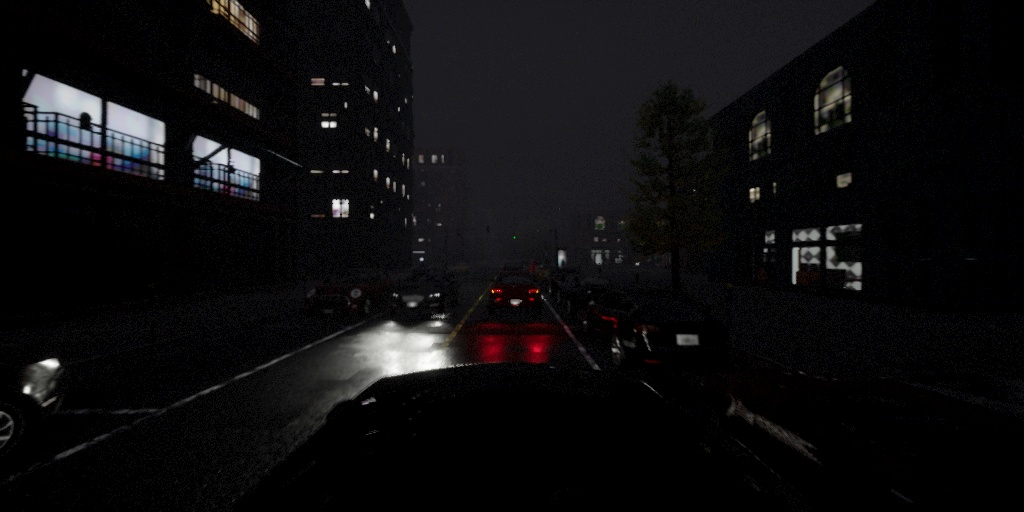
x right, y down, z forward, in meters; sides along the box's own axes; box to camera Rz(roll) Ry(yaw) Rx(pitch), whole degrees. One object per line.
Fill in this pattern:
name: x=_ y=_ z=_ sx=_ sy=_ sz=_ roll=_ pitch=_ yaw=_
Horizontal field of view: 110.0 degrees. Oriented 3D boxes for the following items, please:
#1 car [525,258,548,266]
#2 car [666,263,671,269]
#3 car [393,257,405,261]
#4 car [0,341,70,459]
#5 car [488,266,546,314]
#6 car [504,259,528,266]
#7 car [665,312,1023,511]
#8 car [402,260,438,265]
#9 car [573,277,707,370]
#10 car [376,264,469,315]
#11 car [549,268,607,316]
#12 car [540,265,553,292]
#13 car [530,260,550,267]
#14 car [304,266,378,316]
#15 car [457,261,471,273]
car: x=2.690 y=1.076 z=35.262 sx=2.192 sy=1.841 sz=5.009 roll=0 pitch=0 yaw=0
car: x=26.147 y=1.439 z=55.288 sx=4.507 sy=1.381 sz=1.888 roll=0 pitch=0 yaw=0
car: x=-17.277 y=1.032 z=55.032 sx=5.009 sy=1.841 sz=2.192 roll=0 pitch=0 yaw=0
car: x=-5.691 y=1.301 z=2.026 sx=2.007 sy=1.370 sz=4.403 roll=0 pitch=0 yaw=0
car: x=0.099 y=1.278 z=13.636 sx=1.812 sy=1.442 sz=4.674 roll=0 pitch=0 yaw=0
car: x=0.099 y=1.236 z=29.571 sx=1.882 sy=1.535 sz=5.008 roll=0 pitch=0 yaw=0
car: x=2.690 y=1.332 z=2.026 sx=1.802 sy=1.307 sz=4.207 roll=0 pitch=0 yaw=0
car: x=-5.690 y=1.196 z=24.183 sx=1.967 sy=1.591 sz=4.097 roll=0 pitch=0 yaw=0
car: x=2.690 y=1.316 z=7.565 sx=1.948 sy=1.339 sz=4.313 roll=0 pitch=0 yaw=0
car: x=-3.100 y=1.244 z=13.596 sx=2.128 sy=1.511 sz=4.902 roll=0 pitch=0 yaw=0
car: x=2.690 y=1.303 z=13.103 sx=2.007 sy=1.370 sz=4.403 roll=0 pitch=0 yaw=0
car: x=2.690 y=1.320 z=18.643 sx=1.948 sy=1.339 sz=4.313 roll=0 pitch=0 yaw=0
car: x=2.690 y=1.284 z=29.892 sx=1.751 sy=1.417 sz=4.829 roll=0 pitch=0 yaw=0
car: x=-5.691 y=1.192 z=13.103 sx=1.967 sy=1.591 sz=4.097 roll=0 pitch=0 yaw=0
car: x=-5.692 y=1.288 z=40.632 sx=1.751 sy=1.417 sz=4.829 roll=0 pitch=0 yaw=0
